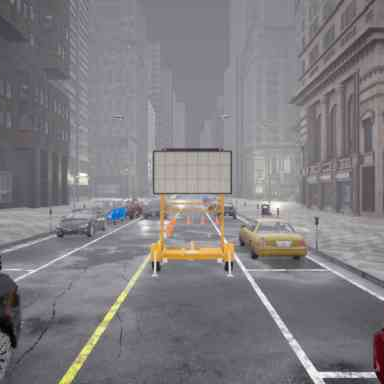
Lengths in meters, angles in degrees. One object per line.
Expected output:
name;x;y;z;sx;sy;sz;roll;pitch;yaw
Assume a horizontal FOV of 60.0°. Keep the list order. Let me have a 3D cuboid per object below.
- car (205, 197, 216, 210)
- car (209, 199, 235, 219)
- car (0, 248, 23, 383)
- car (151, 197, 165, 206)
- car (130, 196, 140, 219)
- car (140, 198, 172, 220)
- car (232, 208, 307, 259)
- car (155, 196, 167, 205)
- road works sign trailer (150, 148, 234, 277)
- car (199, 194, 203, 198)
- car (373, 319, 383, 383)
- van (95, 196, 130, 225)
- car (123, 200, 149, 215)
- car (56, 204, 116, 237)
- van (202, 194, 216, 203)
car;2.827;1.588;39.829;1.802;1.307;4.206;0;0;0
car;2.811;1.555;28.779;2.008;1.369;4.403;0;0;0
car;-3.097;1.491;2.321;2.128;1.511;4.902;0;0;0
car;-5.701;1.554;56.433;1.887;1.381;4.507;0;0;0
car;-5.730;1.319;28.806;2.192;1.841;5.009;0;0;0
car;-2.963;1.507;28.368;1.837;1.490;4.892;0;0;0
car;2.787;1.527;12.375;1.752;1.417;4.829;0;0;0
car;-5.695;1.555;61.959;1.887;1.381;4.507;0;0;0
road works sign trailer;0.013;0.465;10.246;2.380;3.560;2.880;0;0;0
car;2.860;1.555;61.929;1.887;1.381;4.507;0;0;0
car;2.771;1.315;1.155;2.192;1.841;5.009;0;0;0
van;-5.737;1.344;23.281;1.690;1.788;3.998;0;0;0
car;-5.725;1.550;34.331;1.887;1.381;4.507;0;0;0
car;-5.744;1.553;17.755;2.008;1.369;4.403;0;0;0
van;2.844;1.349;50.880;1.690;1.788;3.998;0;0;0
